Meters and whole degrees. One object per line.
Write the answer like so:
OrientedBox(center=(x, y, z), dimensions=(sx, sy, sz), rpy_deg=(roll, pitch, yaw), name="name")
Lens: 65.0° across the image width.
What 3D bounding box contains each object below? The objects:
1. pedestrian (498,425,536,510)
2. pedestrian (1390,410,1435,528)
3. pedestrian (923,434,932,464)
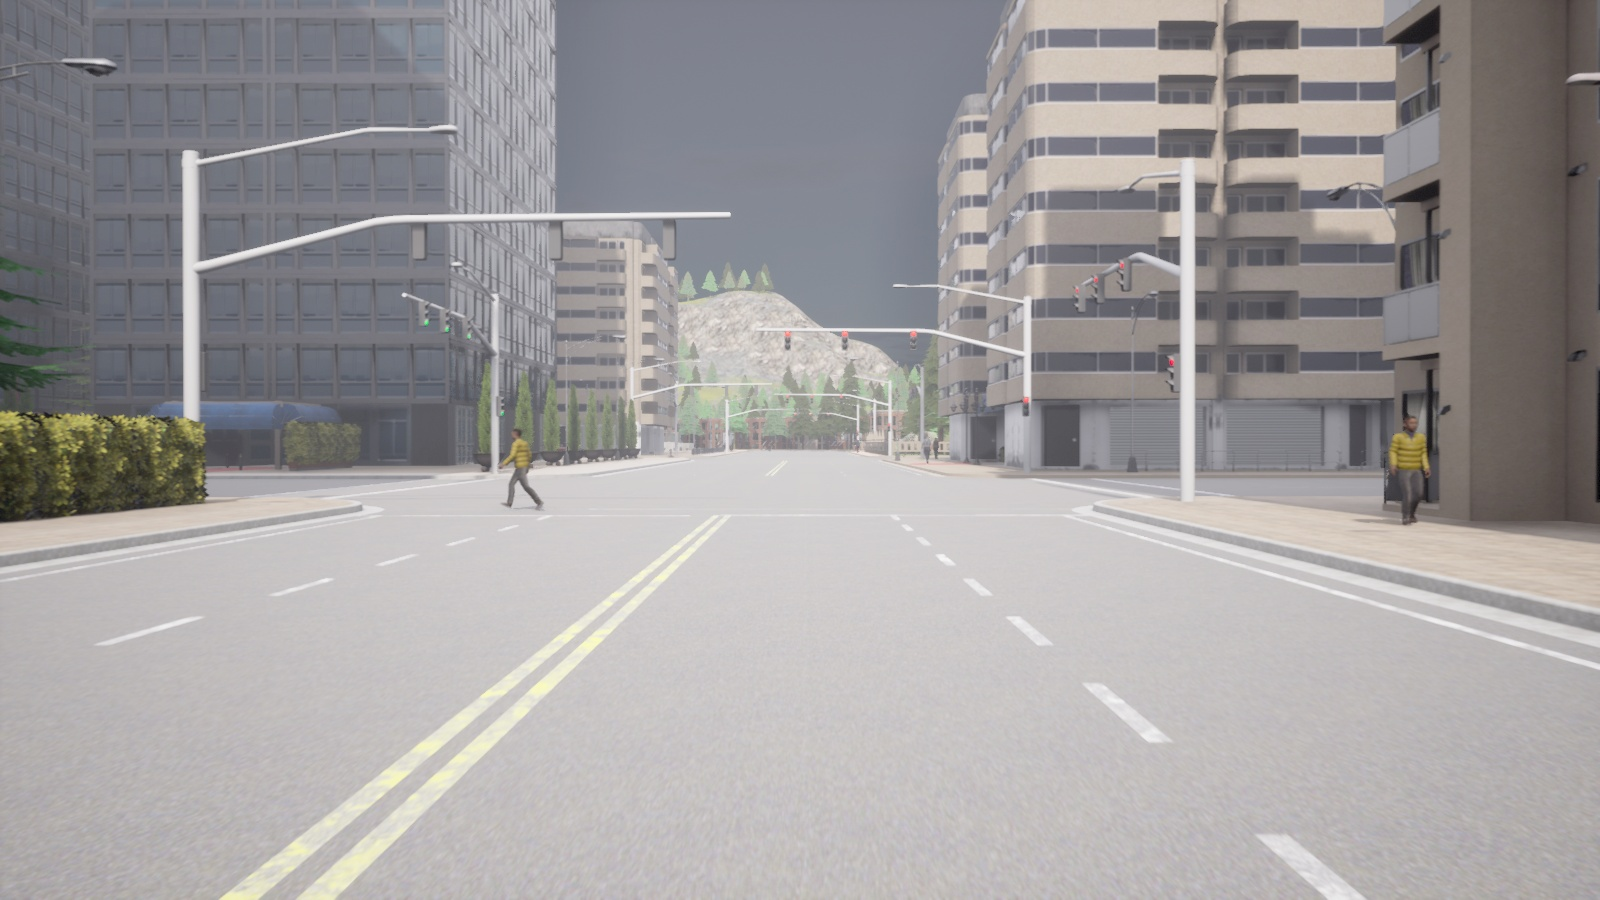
OrientedBox(center=(-6.193, 0.371, 27.529), dimensions=(0.709, 1.840, 0.431), rpy_deg=(0, 0, 7), name="pedestrian")
OrientedBox(center=(9.743, 0.300, 19.977), dimensions=(0.431, 1.840, 0.709), rpy_deg=(0, 0, 7), name="pedestrian")
OrientedBox(center=(8.029, -0.064, 79.021), dimensions=(0.540, 1.848, 0.694), rpy_deg=(0, 0, 1), name="pedestrian")
